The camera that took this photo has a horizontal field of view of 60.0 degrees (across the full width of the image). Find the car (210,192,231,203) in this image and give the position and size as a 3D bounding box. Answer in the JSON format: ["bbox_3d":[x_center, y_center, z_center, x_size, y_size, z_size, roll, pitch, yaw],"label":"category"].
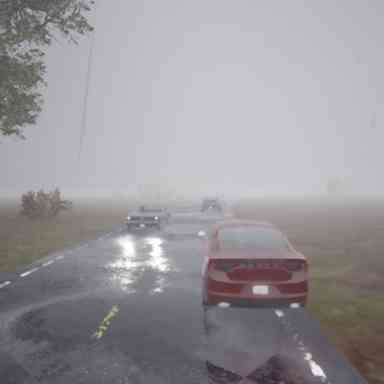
[{"bbox_3d":[3.953,1.030,46.431,1.895,1.301,4.718,0,1,11],"label":"car"}]

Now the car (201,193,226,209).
[{"bbox_3d":[1.971,1.115,32.030,1.837,1.490,4.892,0,0,8],"label":"car"}]

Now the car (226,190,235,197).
[{"bbox_3d":[9.215,0.316,82.144,2.097,1.767,4.553,0,1,17],"label":"car"}]

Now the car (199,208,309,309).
[{"bbox_3d":[1.174,1.384,7.798,1.882,1.535,5.008,0,1,2],"label":"car"}]

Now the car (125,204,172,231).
[{"bbox_3d":[-2.370,1.372,19.018,1.895,1.301,4.718,0,1,4],"label":"car"}]
